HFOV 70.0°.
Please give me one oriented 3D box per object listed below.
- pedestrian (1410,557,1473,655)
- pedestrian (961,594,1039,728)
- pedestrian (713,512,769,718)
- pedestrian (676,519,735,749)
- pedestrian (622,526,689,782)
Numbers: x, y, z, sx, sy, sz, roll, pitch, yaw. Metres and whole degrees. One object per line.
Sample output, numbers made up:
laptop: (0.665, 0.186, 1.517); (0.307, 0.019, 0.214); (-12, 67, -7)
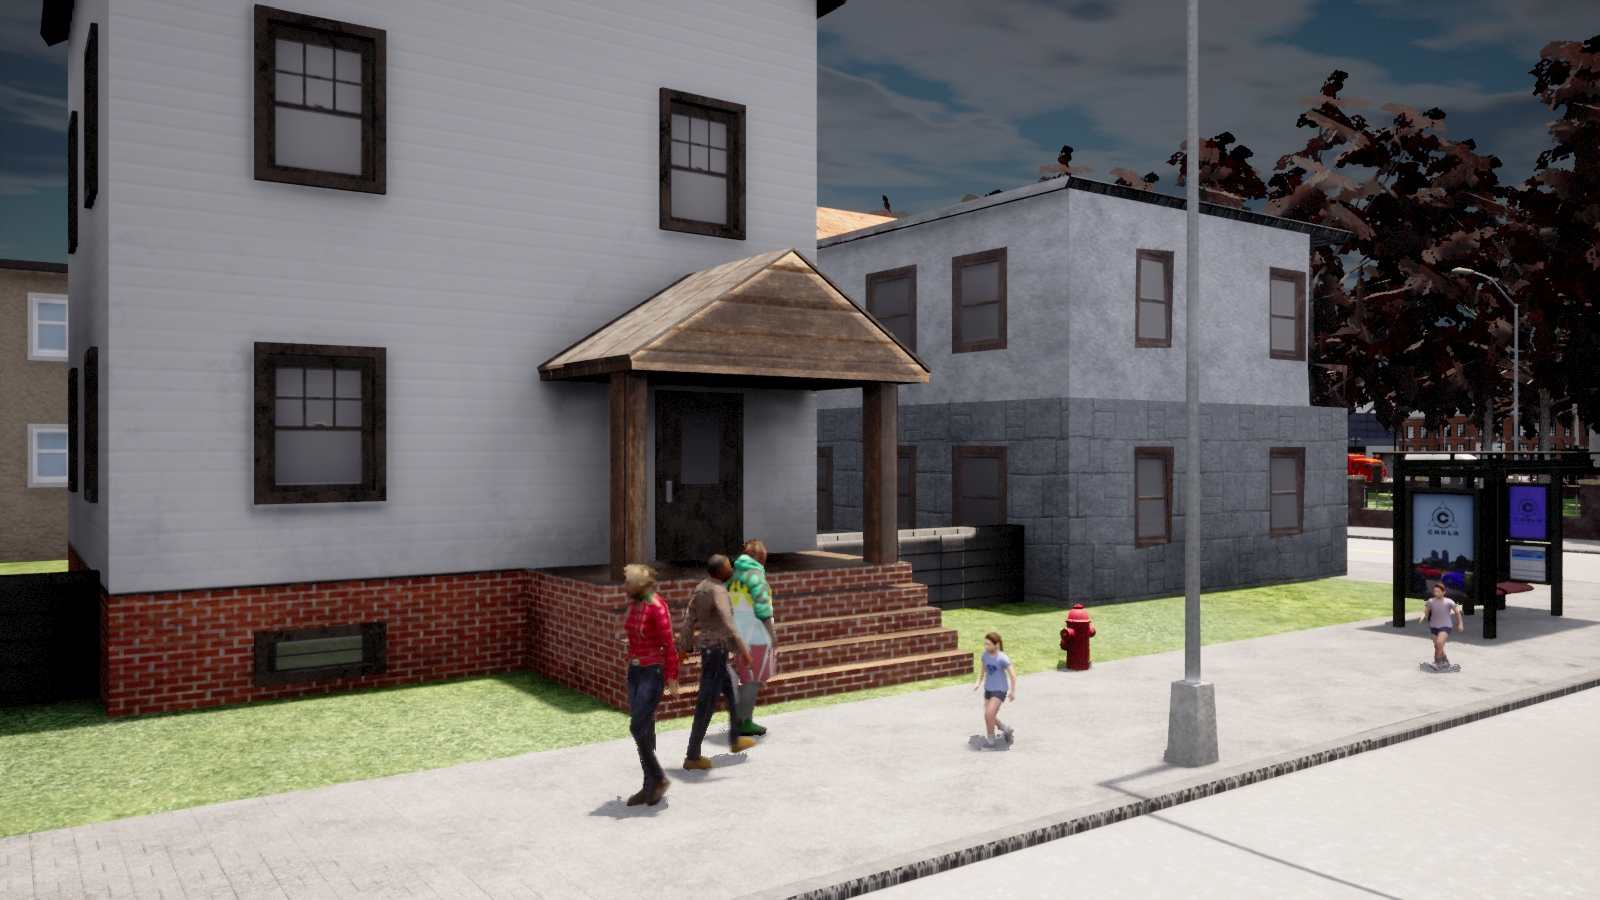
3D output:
pedestrian: (7.850, 1.896, 13.979); (0.500, 1.100, 0.500); (0, 0, -33)
pedestrian: (1.820, 1.904, 10.415); (0.500, 1.100, 0.500); (0, 0, -33)
pedestrian: (-0.556, 1.524, 10.717); (0.375, 1.860, 0.375); (0, 0, -35)
pedestrian: (-0.800, 1.525, 9.623); (0.375, 1.860, 0.375); (0, 0, -28)
pedestrian: (-1.102, 1.523, 8.698); (0.375, 1.860, 0.375); (0, 0, -36)
